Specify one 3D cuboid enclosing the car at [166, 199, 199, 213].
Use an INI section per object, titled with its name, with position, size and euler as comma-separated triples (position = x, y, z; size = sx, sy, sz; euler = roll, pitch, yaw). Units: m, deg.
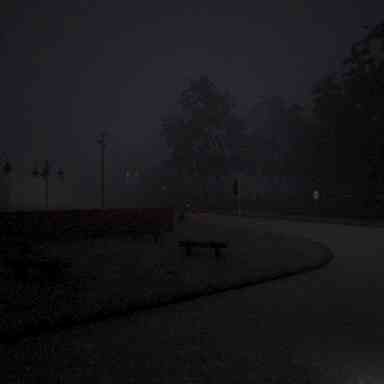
[car]
position = -1.109, 1.526, 35.724
size = 1.812, 1.442, 4.674
euler = 0, 0, -35
